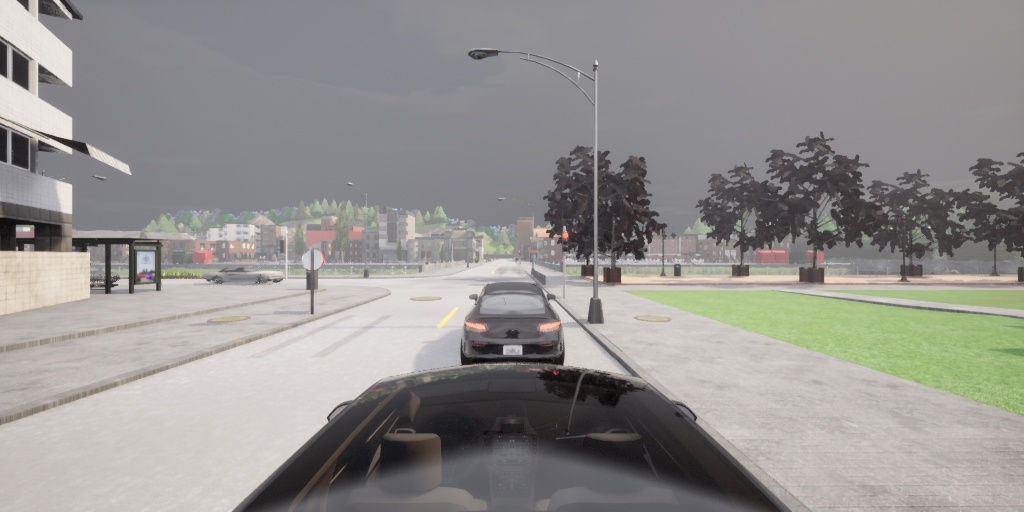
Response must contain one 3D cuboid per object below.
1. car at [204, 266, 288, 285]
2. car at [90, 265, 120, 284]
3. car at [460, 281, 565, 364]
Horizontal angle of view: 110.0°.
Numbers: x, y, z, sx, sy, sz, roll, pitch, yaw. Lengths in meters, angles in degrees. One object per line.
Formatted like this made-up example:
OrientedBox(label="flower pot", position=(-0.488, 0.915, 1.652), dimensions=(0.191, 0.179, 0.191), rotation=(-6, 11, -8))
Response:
OrientedBox(label="car", position=(-18.716, 1.351, 25.336), dimensions=(4.718, 1.301, 1.895), rotation=(0, 0, 0))
OrientedBox(label="car", position=(-30.614, 1.276, 25.240), dimensions=(4.674, 1.442, 1.812), rotation=(0, 0, 0))
OrientedBox(label="car", position=(0.007, 1.276, 7.794), dimensions=(1.812, 1.442, 4.674), rotation=(0, 0, 0))
